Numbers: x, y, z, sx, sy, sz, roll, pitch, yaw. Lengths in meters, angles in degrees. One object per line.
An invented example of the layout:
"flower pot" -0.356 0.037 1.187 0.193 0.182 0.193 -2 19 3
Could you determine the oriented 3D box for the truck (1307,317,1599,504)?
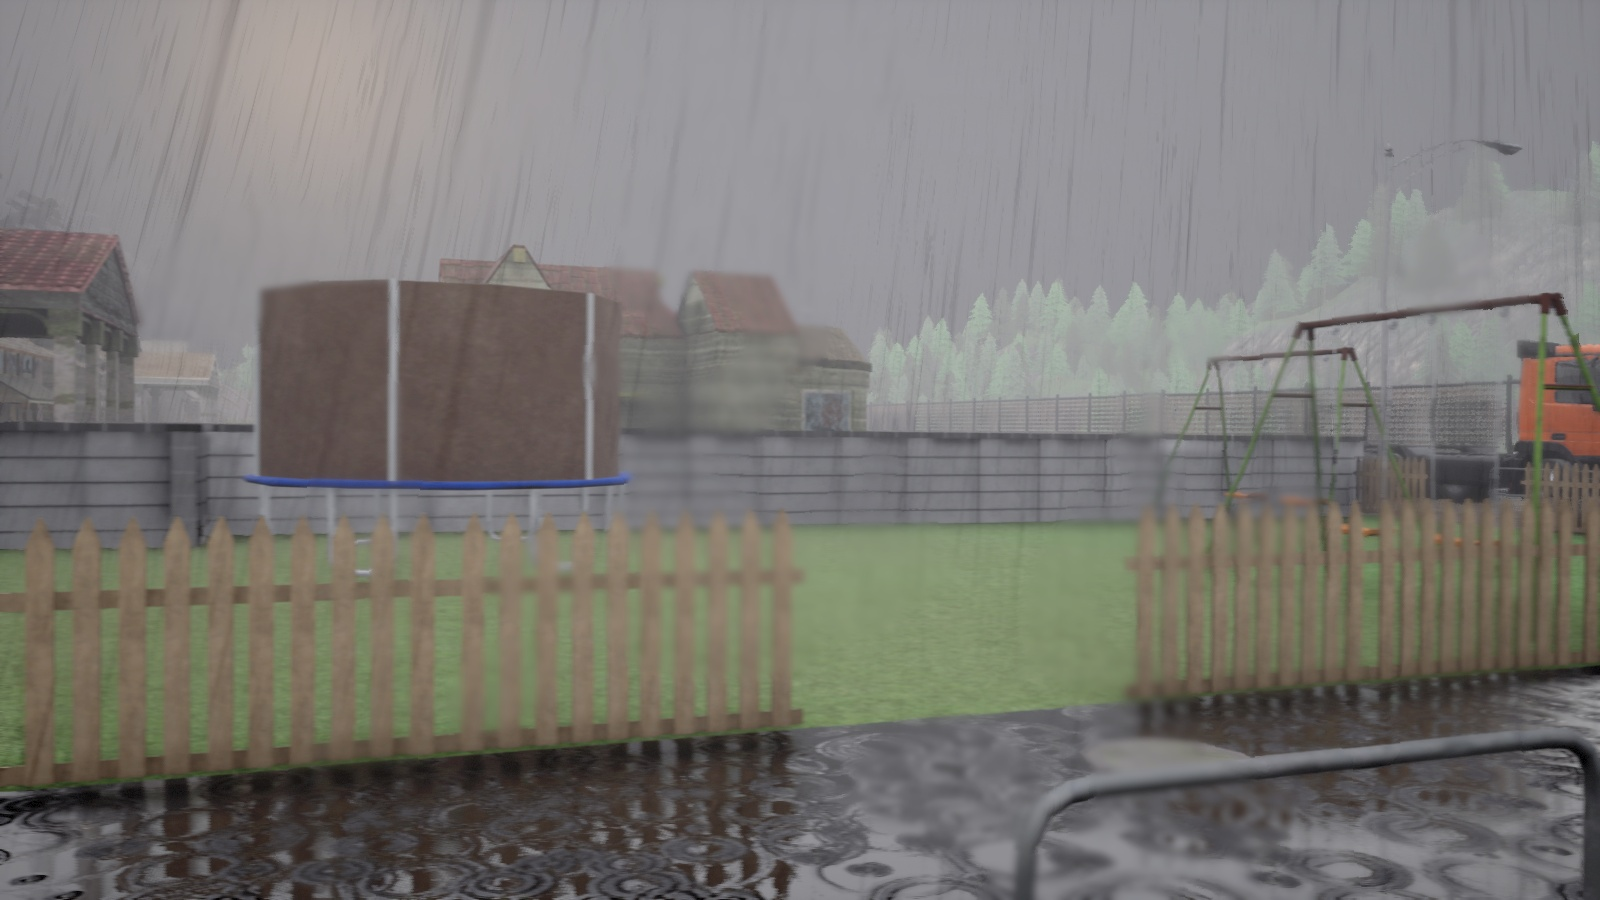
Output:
"truck" 14.932 -0.784 26.955 2.891 3.462 7.936 -1 1 -21
